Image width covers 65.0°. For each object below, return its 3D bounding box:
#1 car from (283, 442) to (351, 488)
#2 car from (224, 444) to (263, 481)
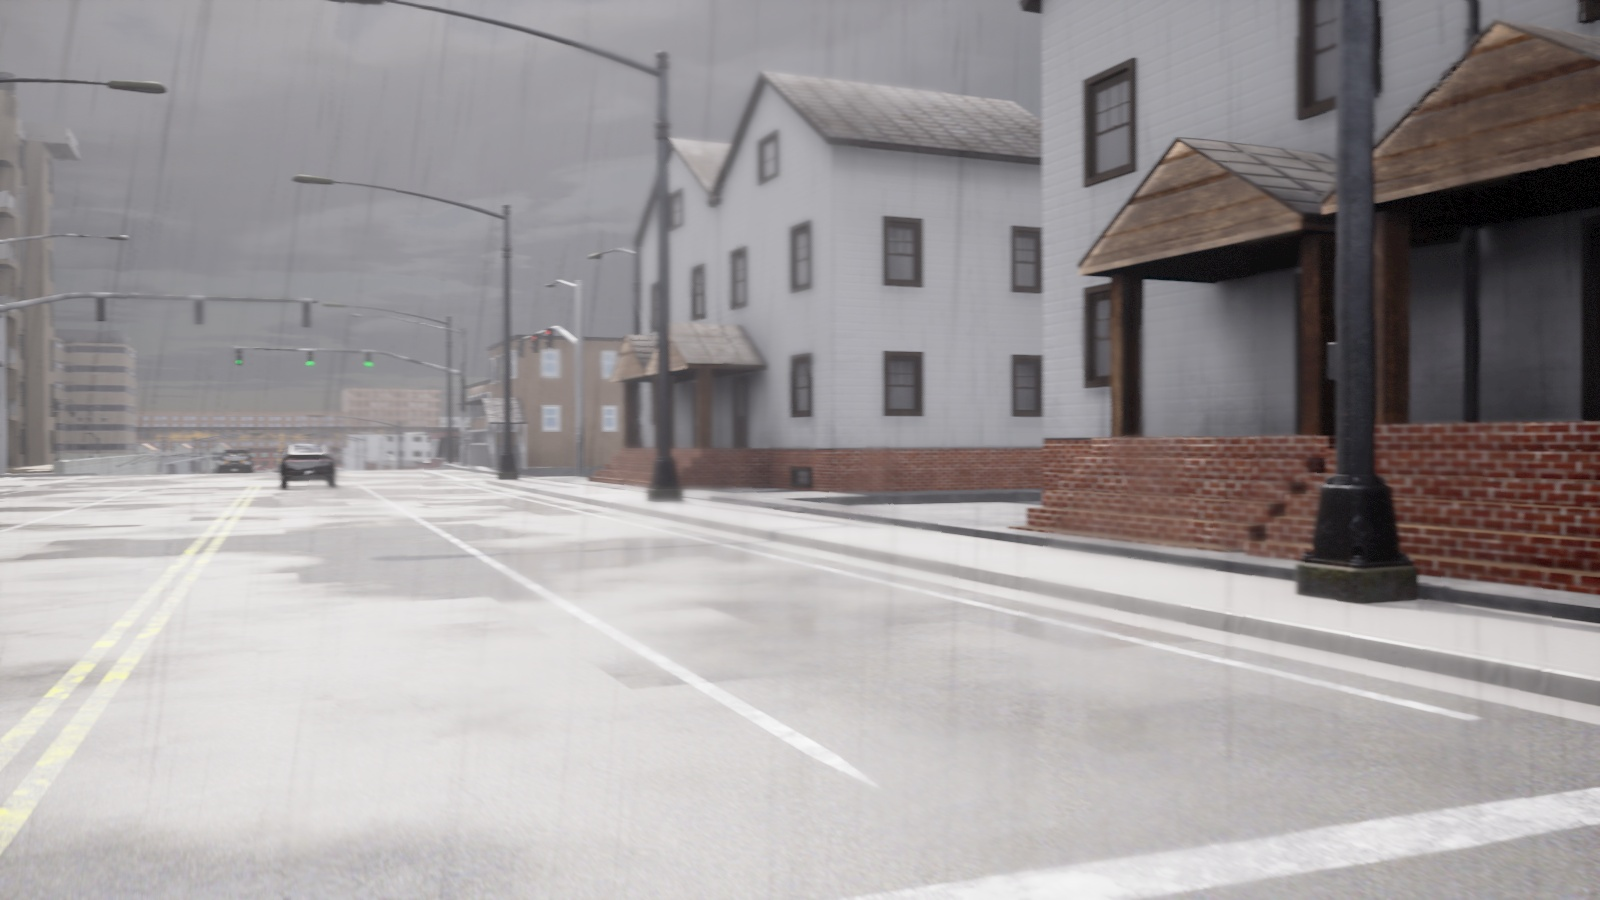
[{"bbox_3d":[-17.190,0.488,44.618,2.128,1.511,4.902,0,0,-22],"label":"car"},{"bbox_3d":[-32.081,0.731,72.504,1.905,1.878,3.866,0,-4,-22],"label":"car"}]
